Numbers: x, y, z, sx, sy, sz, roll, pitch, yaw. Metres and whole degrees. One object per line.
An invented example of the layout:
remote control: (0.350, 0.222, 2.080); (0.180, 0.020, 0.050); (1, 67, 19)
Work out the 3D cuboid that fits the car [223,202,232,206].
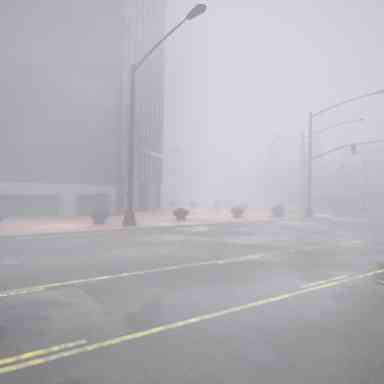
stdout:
car: (5.671, 1.842, 54.609); (1.994, 1.385, 4.181); (2, -1, -35)
